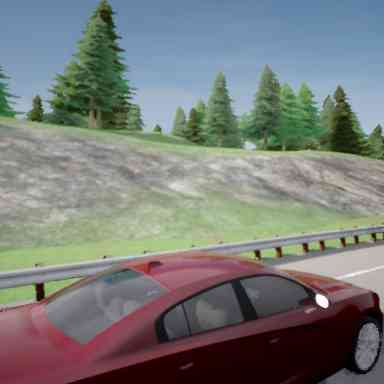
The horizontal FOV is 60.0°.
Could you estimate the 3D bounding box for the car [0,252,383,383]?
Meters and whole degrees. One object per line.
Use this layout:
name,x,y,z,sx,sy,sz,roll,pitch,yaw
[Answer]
car,0.295,1.466,3.879,5.008,1.535,1.882,0,0,-35
